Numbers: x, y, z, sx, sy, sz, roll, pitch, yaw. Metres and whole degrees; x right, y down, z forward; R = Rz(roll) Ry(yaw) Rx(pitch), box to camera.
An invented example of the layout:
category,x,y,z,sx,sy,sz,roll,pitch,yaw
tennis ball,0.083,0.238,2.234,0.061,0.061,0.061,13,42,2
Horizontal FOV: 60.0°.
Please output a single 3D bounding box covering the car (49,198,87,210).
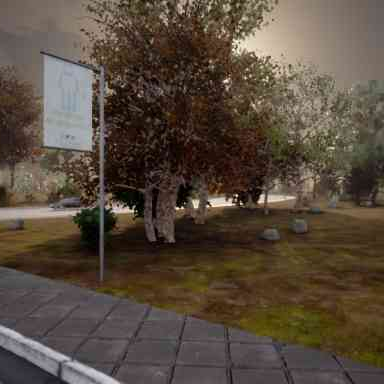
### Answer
category,x,y,z,sx,sy,sz,roll,pitch,yaw
car,-15.330,1.475,41.603,2.128,1.511,4.902,0,0,38
